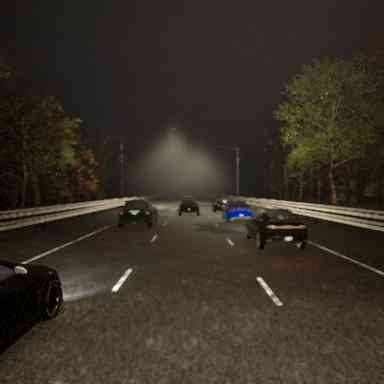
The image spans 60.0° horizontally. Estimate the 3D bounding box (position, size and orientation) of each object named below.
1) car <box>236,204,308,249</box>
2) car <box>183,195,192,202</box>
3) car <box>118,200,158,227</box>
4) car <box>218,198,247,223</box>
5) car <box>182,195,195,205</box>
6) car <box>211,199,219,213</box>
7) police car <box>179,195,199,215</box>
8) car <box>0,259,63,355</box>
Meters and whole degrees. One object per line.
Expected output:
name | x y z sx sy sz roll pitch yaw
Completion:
car | 3.454 1.468 14.369 2.128 1.511 4.902 0 0 0
car | -1.095 1.408 74.146 1.994 1.385 4.181 0 0 -2
car | -3.513 1.314 22.328 2.097 1.767 4.553 0 0 0
car | 3.364 1.434 25.406 1.882 1.535 5.008 0 0 -1
car | -0.580 1.385 57.061 2.128 1.511 4.902 0 0 -1
car | 3.227 1.439 36.473 2.163 1.488 4.792 0 0 -1
police car | -0.287 1.366 33.450 1.930 1.638 5.238 0 0 -1
car | -3.412 1.557 4.584 1.994 1.385 4.181 0 0 0
